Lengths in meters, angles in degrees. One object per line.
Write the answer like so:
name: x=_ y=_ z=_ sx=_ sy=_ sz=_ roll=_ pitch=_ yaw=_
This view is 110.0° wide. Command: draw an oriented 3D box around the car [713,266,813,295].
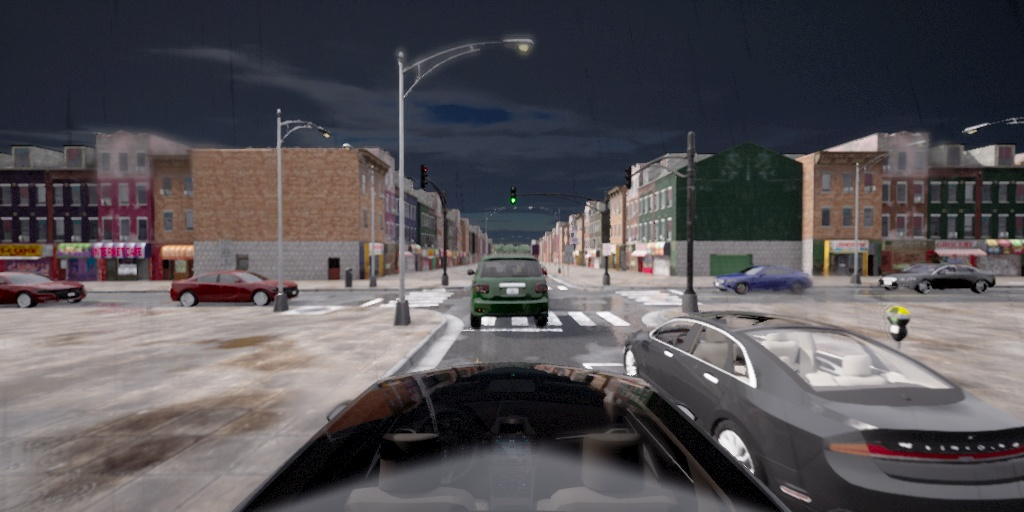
car: x=13.277 y=1.235 z=19.082 sx=4.674 sy=1.442 sz=1.812 roll=0 pitch=1 yaw=1

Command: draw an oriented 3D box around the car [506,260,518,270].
car: x=0.011 y=1.516 z=61.355 sx=1.837 sy=1.490 sz=4.892 roll=0 pitch=0 yaw=0

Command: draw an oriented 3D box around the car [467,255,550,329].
car: x=-0.260 y=1.013 z=11.686 sx=2.150 sy=2.045 sz=5.566 roll=0 pitch=-1 yaw=-6

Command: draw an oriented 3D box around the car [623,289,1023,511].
car: x=2.638 y=1.310 z=4.166 sx=2.007 sy=1.370 sz=4.403 roll=0 pitch=0 yaw=0

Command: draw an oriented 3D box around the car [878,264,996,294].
car: x=22.438 y=1.162 z=19.056 sx=4.902 sy=1.511 sz=2.128 roll=0 pitch=1 yaw=0

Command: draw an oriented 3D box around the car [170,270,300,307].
car: x=-12.325 y=1.400 z=16.132 sx=5.008 sy=1.535 sz=1.882 roll=0 pitch=1 yaw=-1

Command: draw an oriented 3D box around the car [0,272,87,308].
car: x=-22.315 y=1.478 z=16.129 sx=5.008 sy=1.535 sz=1.882 roll=-1 pitch=1 yaw=0
